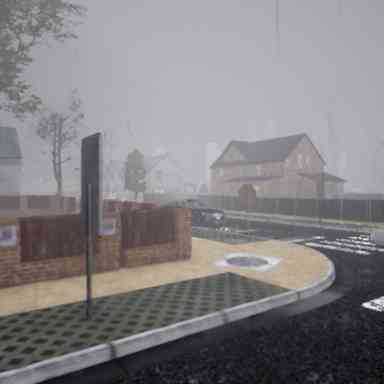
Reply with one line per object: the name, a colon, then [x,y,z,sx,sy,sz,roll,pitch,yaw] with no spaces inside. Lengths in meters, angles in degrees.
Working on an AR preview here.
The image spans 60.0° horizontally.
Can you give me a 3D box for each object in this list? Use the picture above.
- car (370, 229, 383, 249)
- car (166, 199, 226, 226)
car: [7.996,1.468,9.633,1.895,1.301,4.718,0,1,-35]
car: [0.077,1.195,20.855,2.128,1.511,4.902,0,1,-35]
